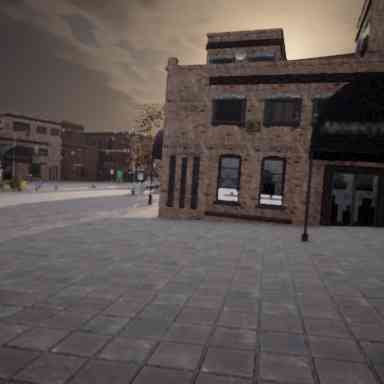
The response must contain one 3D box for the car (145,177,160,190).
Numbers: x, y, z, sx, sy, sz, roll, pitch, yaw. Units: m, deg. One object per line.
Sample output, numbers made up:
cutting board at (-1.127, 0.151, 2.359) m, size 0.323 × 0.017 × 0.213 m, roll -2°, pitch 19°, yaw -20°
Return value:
car at (-5.782, -1.526, 57.609) m, size 2.150 × 2.045 × 5.566 m, roll 5°, pitch 4°, yaw 30°
